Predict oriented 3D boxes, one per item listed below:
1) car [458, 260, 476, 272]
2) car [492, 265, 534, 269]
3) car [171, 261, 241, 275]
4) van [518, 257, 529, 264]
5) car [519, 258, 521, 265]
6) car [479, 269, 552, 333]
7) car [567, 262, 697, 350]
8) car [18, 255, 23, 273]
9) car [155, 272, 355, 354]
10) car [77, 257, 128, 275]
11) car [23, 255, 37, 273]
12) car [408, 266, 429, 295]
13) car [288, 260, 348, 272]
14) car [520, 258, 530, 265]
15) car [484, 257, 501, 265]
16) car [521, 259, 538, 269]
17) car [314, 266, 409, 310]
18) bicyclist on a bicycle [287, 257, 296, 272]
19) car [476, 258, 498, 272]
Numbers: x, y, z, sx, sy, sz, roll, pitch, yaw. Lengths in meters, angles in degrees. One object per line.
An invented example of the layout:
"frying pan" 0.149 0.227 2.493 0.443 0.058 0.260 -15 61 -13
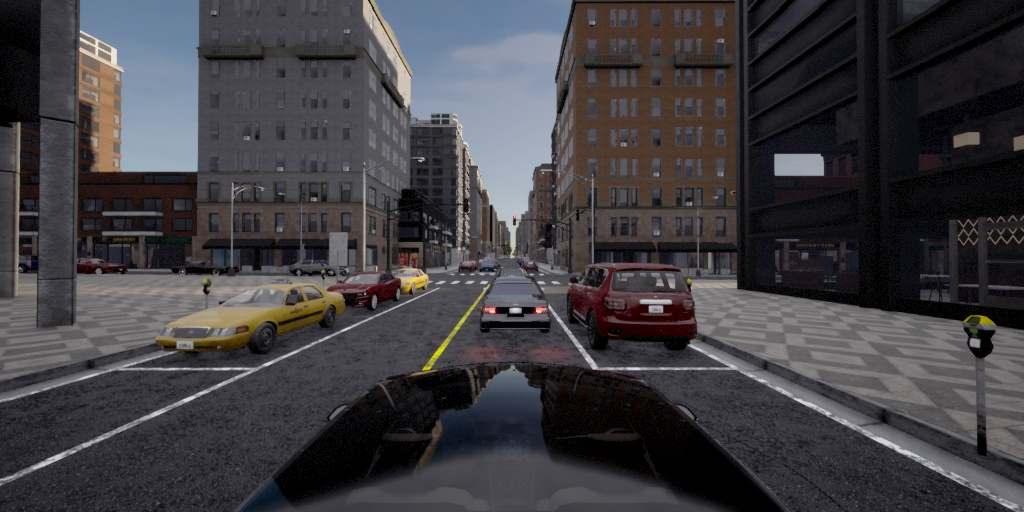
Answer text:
"car" -5.982 1.306 47.279 1.888 1.381 4.507 0 0 0
"car" 0.019 1.355 20.483 1.895 1.301 4.718 0 0 0
"car" -26.739 1.112 31.444 4.718 1.301 1.895 1 -1 0
"van" 2.498 1.108 64.314 1.690 1.789 3.998 0 0 0
"car" 2.513 1.346 58.640 1.802 1.307 4.207 0 0 0
"car" 0.067 1.299 10.757 2.033 1.411 5.357 0 0 0
"car" 2.650 1.066 9.025 2.192 1.841 5.009 0 0 0
"car" -46.942 0.832 31.555 4.892 1.490 1.837 1 -1 1
"car" -5.876 1.277 8.840 1.751 1.417 4.829 0 0 0
"car" -36.833 0.897 31.487 5.008 1.535 1.882 1 -1 0
"car" -47.615 0.704 34.657 4.553 1.767 2.097 1 -1 1
"car" -5.907 1.279 20.090 1.751 1.417 4.829 0 0 0
"car" -16.841 1.092 31.411 4.902 1.511 2.128 1 -1 0
"car" 2.529 1.344 52.967 1.802 1.307 4.207 0 0 0
"car" -3.232 1.328 56.575 1.994 1.385 4.181 0 0 0
"car" 2.545 1.343 47.293 1.802 1.307 4.207 0 0 0
"car" -5.892 1.298 14.635 1.888 1.381 4.507 0 0 0
"bicyclist on a bicycle" -23.111 0.909 37.673 0.582 1.620 1.656 0 0 0
"car" -3.246 1.308 46.719 2.033 1.411 5.357 0 0 -4
